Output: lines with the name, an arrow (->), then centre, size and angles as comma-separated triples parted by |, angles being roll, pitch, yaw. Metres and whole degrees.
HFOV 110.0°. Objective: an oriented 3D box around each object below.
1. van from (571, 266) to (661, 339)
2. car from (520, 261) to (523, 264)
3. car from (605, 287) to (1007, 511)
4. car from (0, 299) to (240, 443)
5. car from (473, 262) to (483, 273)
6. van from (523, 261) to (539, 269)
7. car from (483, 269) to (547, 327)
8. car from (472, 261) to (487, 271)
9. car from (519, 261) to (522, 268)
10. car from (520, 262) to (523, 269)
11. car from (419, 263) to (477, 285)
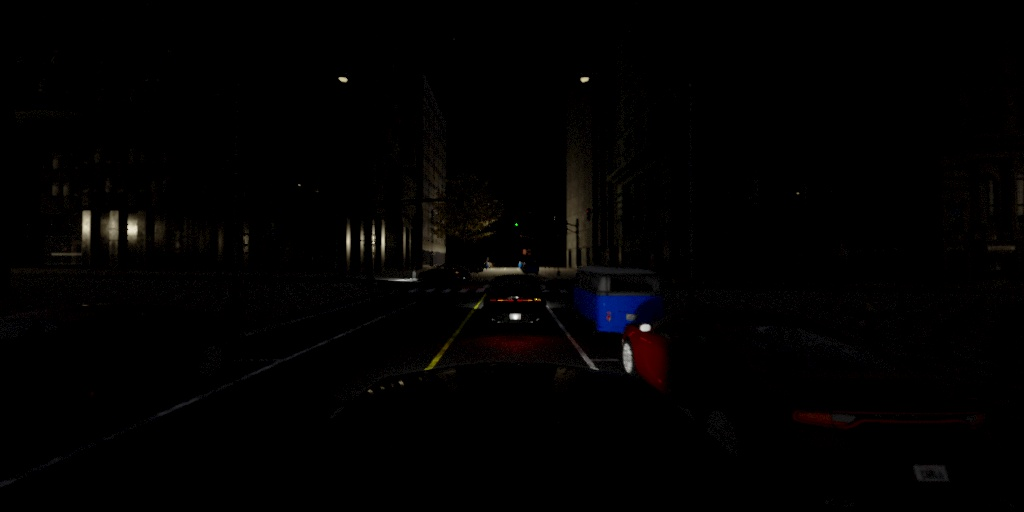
van -> 2.765, 1.192, 10.124 | 1.690, 1.789, 3.998 | 0, 0, 0
car -> 2.670, 2.009, 58.930 | 1.888, 1.381, 4.507 | 0, 0, 0
car -> 2.773, 1.330, 4.599 | 1.888, 1.381, 4.507 | 0, 0, 0
car -> -5.782, 1.330, 4.603 | 1.888, 1.381, 4.507 | 0, 0, 0
car -> -5.846, 1.936, 53.272 | 1.888, 1.381, 4.507 | 0, 0, 0
van -> 2.688, 1.666, 48.105 | 1.690, 1.789, 3.998 | 0, 0, 0
car -> 0.085, 1.382, 12.065 | 1.837, 1.490, 4.892 | 0, 0, 0
car -> -5.855, 1.774, 58.561 | 2.192, 1.841, 5.009 | 0, 0, 0
car -> 2.660, 2.117, 64.343 | 1.802, 1.307, 4.207 | 0, 0, 0
car -> 2.679, 1.960, 53.517 | 1.948, 1.339, 4.313 | 0, 0, 0
car -> -5.646, 1.514, 29.469 | 4.902, 1.511, 2.128 | 0, -2, 38
